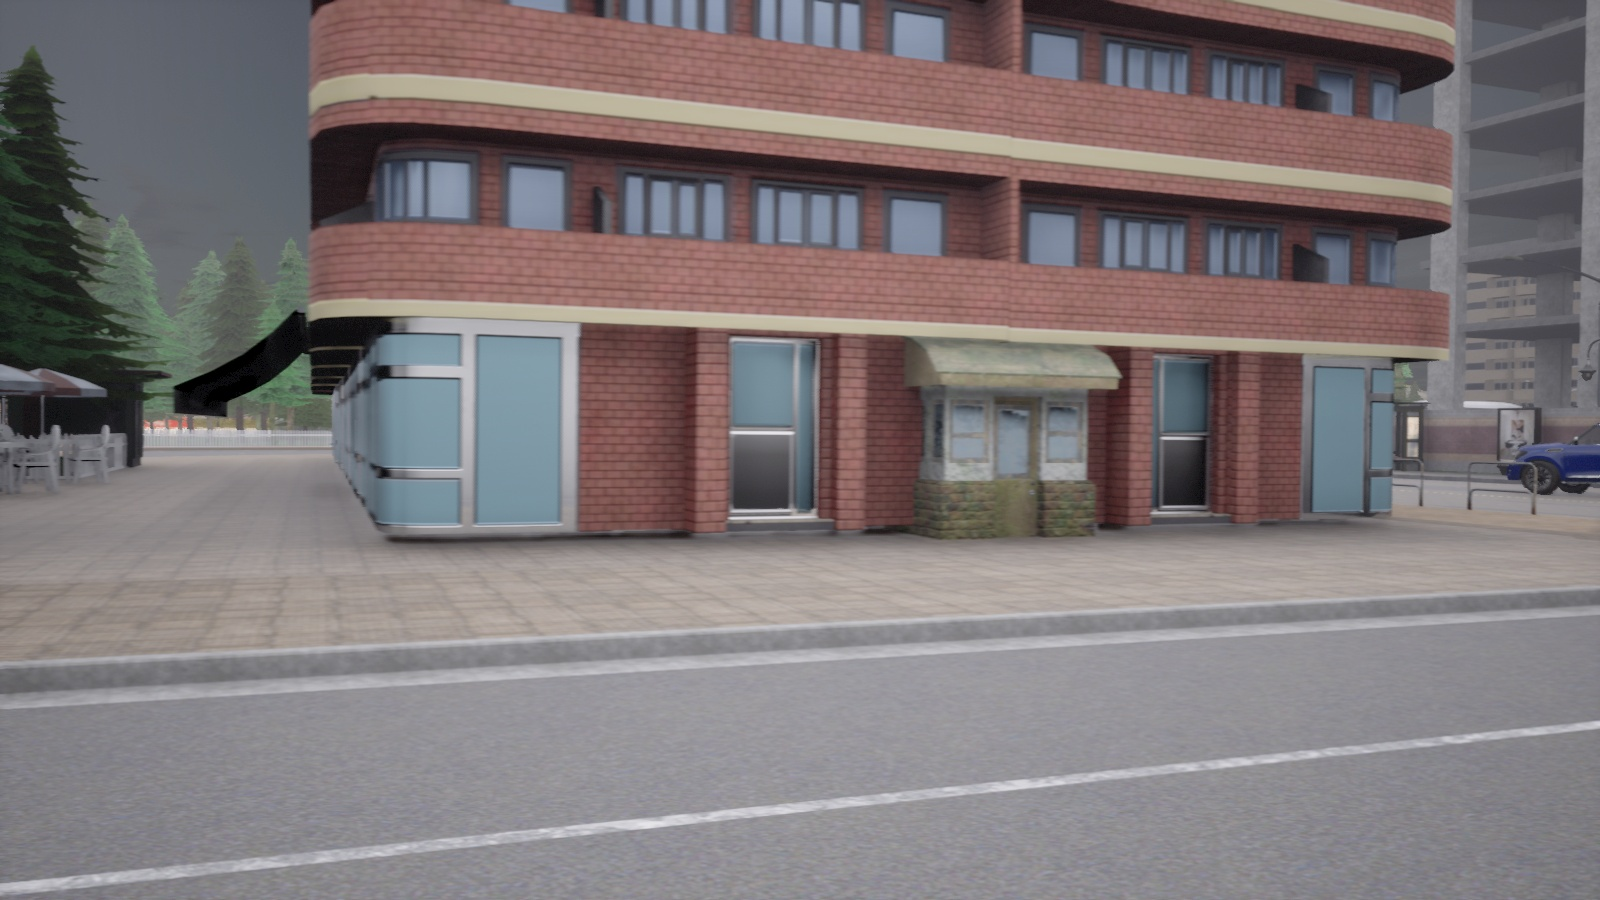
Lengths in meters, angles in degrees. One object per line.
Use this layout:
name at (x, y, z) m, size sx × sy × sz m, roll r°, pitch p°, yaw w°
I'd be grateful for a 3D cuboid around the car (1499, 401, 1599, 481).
car at (21.583, -0.248, 32.637) m, size 2.150 × 2.045 × 5.566 m, roll -1°, pitch 1°, yaw -35°
